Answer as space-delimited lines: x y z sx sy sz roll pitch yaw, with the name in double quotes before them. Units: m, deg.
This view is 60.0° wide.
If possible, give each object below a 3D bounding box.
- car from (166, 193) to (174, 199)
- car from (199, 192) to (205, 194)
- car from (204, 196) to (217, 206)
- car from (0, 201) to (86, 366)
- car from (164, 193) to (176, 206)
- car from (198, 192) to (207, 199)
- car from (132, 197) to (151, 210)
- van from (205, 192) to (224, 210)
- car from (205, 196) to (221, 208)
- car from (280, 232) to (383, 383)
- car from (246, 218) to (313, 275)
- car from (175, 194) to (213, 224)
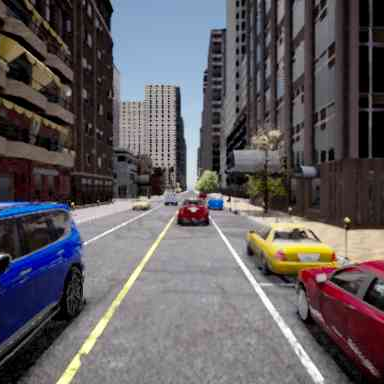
"car" -5.696 0.992 87.376 1.967 1.590 4.097 0 0 0
"car" 2.684 0.888 81.854 2.192 1.841 5.009 0 0 0
"car" 2.687 1.294 49.468 1.802 1.307 4.206 0 0 0
"car" -3.101 1.193 4.236 2.150 2.045 5.566 0 0 0
"car" -3.002 1.331 48.669 2.033 1.411 5.357 0 0 0
"car" 2.684 0.867 87.378 2.192 1.841 5.009 0 0 0
"car" -5.692 1.299 37.970 1.752 1.417 4.829 0 0 0
"van" 2.687 1.113 38.139 1.690 1.788 3.998 0 0 0
"car" 2.687 1.265 43.975 1.752 1.417 4.829 0 0 0
"car" 2.690 1.517 4.160 1.887 1.381 4.507 0 0 0
"car" 2.689 1.461 9.992 1.752 1.417 4.829 0 0 0
"car" 0.098 1.210 23.446 2.097 1.767 4.553 0 0 0
